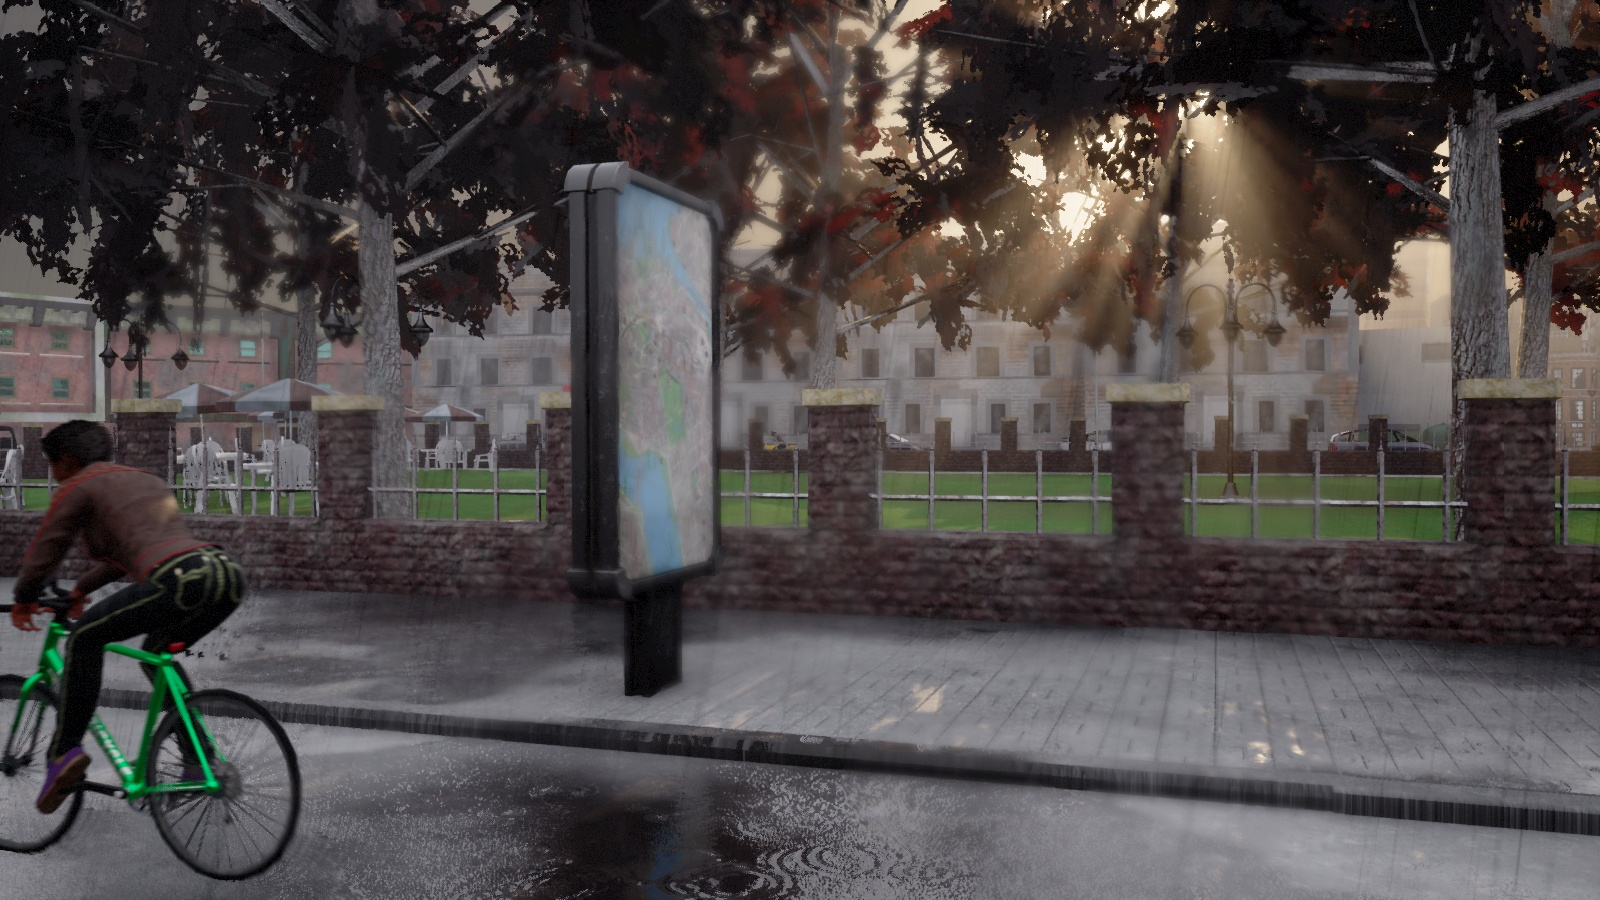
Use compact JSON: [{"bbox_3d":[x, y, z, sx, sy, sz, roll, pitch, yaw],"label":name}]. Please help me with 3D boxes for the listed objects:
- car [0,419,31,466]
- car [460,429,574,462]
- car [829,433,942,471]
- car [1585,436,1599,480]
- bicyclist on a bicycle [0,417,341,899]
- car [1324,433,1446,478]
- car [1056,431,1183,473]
[{"bbox_3d":[-32.650,-0.289,49.299,1.905,1.878,3.866,1,1,19],"label":"car"},{"bbox_3d":[-13.532,-0.231,60.118,4.902,1.511,2.128,1,1,18],"label":"car"},{"bbox_3d":[3.440,0.048,50.274,4.193,1.474,1.816,1,1,18],"label":"car"},{"bbox_3d":[28.829,0.278,41.844,4.193,1.474,1.816,1,1,18],"label":"car"},{"bbox_3d":[-2.558,0.697,4.565,1.656,1.620,0.582,0,1,18],"label":"bicyclist on a bicycle"},{"bbox_3d":[20.685,0.169,44.551,3.705,1.549,1.789,0,1,18],"label":"car"},{"bbox_3d":[12.073,0.060,47.409,4.514,1.525,2.007,1,1,18],"label":"car"}]
